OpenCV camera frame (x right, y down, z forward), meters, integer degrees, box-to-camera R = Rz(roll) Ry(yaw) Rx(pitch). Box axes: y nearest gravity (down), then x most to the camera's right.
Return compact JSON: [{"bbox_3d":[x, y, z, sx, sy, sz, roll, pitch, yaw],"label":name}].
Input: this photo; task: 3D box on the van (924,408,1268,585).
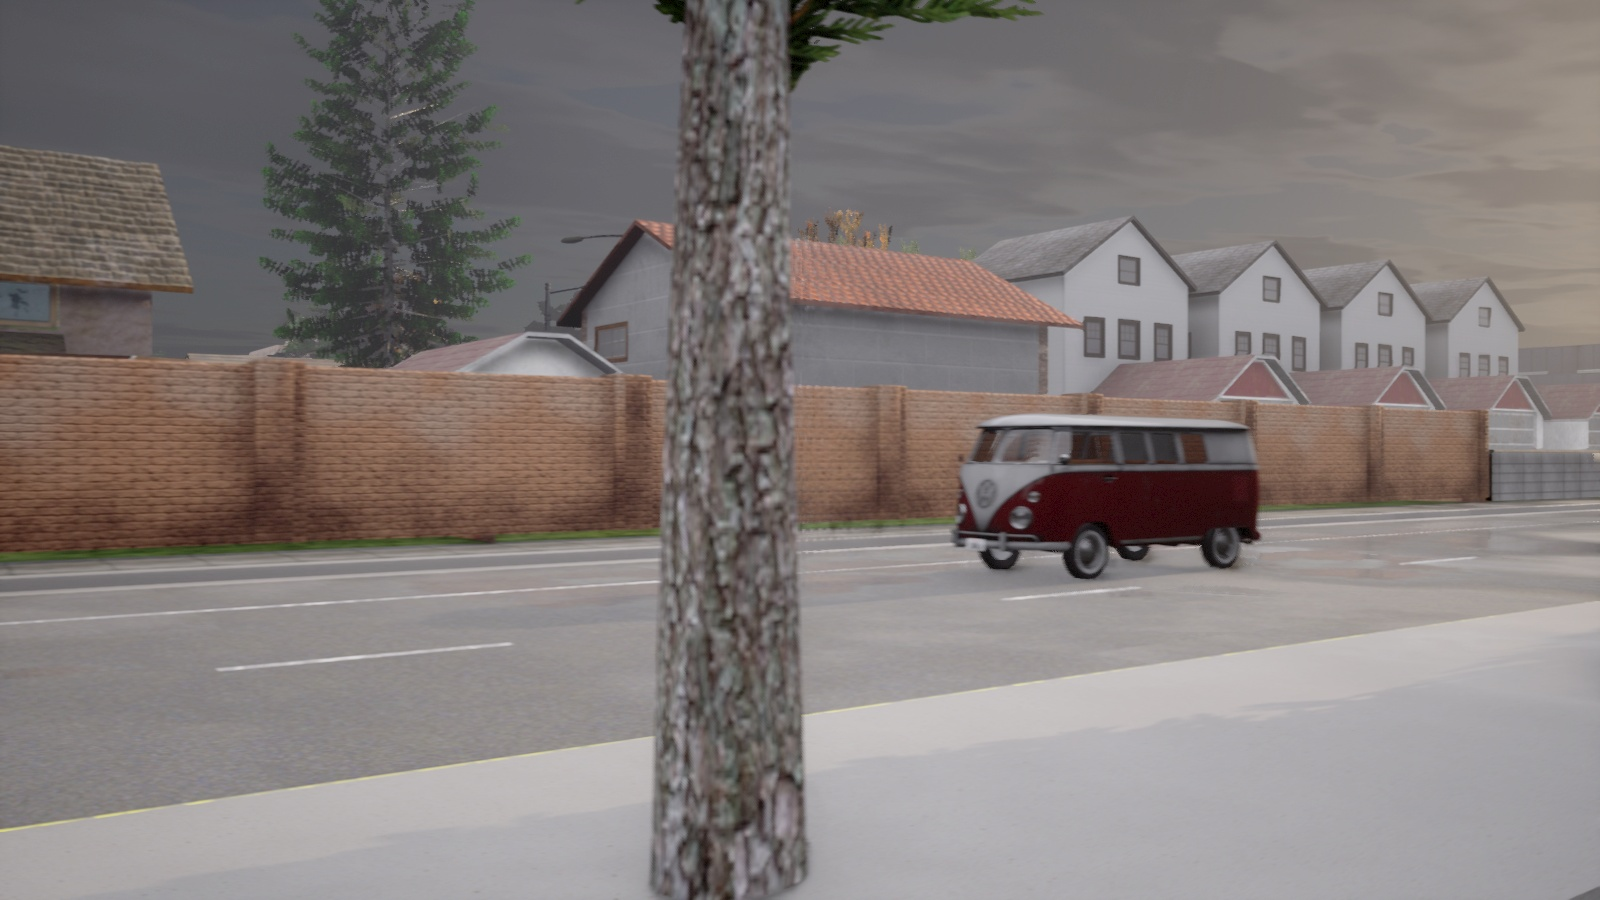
[{"bbox_3d":[3.869,0.529,16.100,4.442,1.987,1.775,0,0,-35],"label":"van"}]
